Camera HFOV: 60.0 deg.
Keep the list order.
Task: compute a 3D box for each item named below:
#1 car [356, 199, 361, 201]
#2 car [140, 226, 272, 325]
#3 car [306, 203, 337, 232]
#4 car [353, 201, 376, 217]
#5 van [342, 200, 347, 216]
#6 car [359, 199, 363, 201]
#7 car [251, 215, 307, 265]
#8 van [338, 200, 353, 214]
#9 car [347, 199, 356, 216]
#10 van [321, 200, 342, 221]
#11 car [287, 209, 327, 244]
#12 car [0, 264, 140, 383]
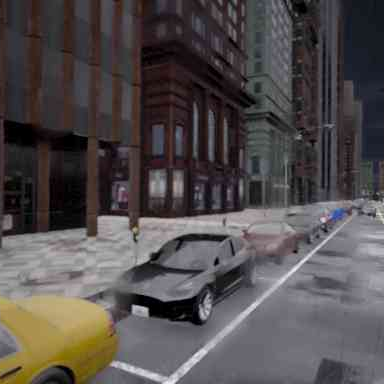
[{"bbox_3d":[29.829,2.529,61.908,1.887,1.381,4.507,0,-1,29],"label":"car"},{"bbox_3d":[0.182,1.640,7.459,1.947,1.339,4.313,0,-1,29],"label":"car"},{"bbox_3d":[8.269,1.754,22.311,1.967,1.590,4.097,0,-1,29],"label":"car"},{"bbox_3d":[20.553,2.123,39.091,2.128,1.511,4.902,0,-1,29],"label":"car"},{"bbox_3d":[13.660,1.819,32.211,1.690,1.788,3.998,0,-1,29],"label":"van"},{"bbox_3d":[35.219,2.724,71.807,1.947,1.339,4.313,0,-1,29],"label":"car"},{"bbox_3d":[2.877,1.735,12.410,1.802,1.307,4.206,0,-1,29],"label":"car"},{"bbox_3d":[21.745,2.069,47.060,1.690,1.788,3.998,0,-1,29],"label":"van"},{"bbox_3d":[19.050,1.959,42.111,2.192,1.841,5.009,0,-1,29],"label":"car"},{"bbox_3d":[10.965,1.737,27.262,1.690,1.788,3.998,0,-1,29],"label":"van"},{"bbox_3d":[5.572,1.799,17.360,1.947,1.339,4.313,0,-1,29],"label":"car"},{"bbox_3d":[-2.594,1.519,2.361,1.752,1.417,4.829,0,-1,29],"label":"car"}]
